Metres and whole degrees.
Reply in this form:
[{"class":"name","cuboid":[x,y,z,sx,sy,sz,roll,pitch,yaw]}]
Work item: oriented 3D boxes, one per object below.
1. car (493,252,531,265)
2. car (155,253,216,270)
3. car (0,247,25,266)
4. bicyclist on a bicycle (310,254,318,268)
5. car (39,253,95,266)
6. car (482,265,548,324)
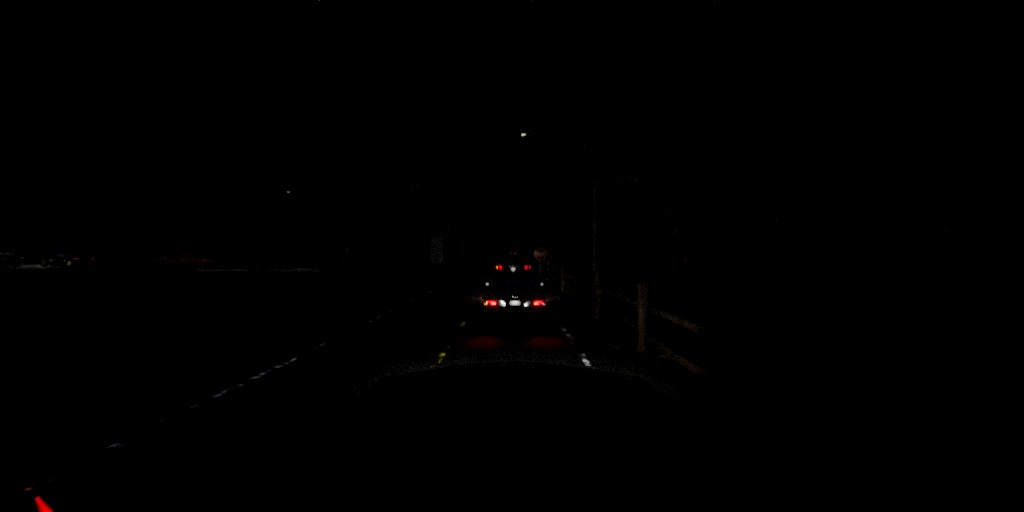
[{"class":"car","cuboid":[0.029,0.769,21.927,2.150,2.045,5.566,0,1,-1]},{"class":"car","cuboid":[-31.701,0.525,34.894,5.008,1.535,1.882,1,1,1]},{"class":"car","cuboid":[-51.685,0.032,35.190,5.566,2.045,2.150,1,1,1]},{"class":"bicyclist on a bicycle","cuboid":[-22.466,0.540,40.775,0.582,1.620,1.656,1,1,1]},{"class":"car","cuboid":[-47.079,0.373,37.948,4.181,1.385,1.994,1,1,1]},{"class":"car","cuboid":[0.082,1.199,11.490,2.033,1.411,5.357,0,1,0]}]
